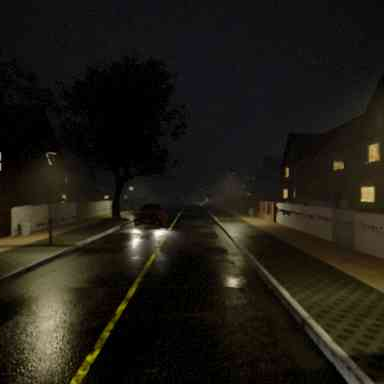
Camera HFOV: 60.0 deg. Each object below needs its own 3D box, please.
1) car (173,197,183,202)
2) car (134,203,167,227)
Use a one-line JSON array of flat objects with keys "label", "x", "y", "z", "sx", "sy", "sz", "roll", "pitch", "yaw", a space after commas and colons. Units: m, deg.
[{"label": "car", "x": -2.731, "y": 1.514, "z": 64.038, "sx": 1.812, "sy": 1.442, "sz": 4.674, "roll": 0, "pitch": -1, "yaw": 0}, {"label": "car", "x": -2.842, "y": 1.551, "z": 23.513, "sx": 1.882, "sy": 1.535, "sz": 5.008, "roll": 0, "pitch": 0, "yaw": 0}]
